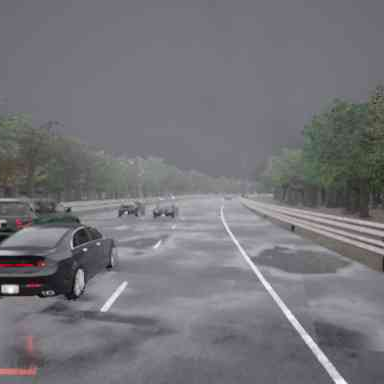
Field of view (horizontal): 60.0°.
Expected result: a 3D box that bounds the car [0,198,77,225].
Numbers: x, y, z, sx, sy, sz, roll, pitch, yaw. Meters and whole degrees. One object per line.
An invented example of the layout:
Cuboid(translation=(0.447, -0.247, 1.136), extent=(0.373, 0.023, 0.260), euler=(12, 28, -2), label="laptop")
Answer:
Cuboid(translation=(-6.641, 1.270, 14.166), extent=(2.150, 2.045, 5.566), euler=(0, 0, 2), label="car")

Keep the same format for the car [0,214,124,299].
Cuboid(translation=(-3.277, 1.536, 8.509), extent=(1.837, 1.490, 4.892), euler=(0, 0, 1), label="car")

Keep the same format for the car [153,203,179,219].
Cuboid(translation=(-2.317, 1.705, 30.720), extent=(1.895, 1.301, 4.718), euler=(0, 0, 4), label="car")

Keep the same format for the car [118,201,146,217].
Cuboid(translation=(-5.718, 1.610, 32.145), extent=(1.837, 1.490, 4.892), euler=(0, 0, 4), label="car")
